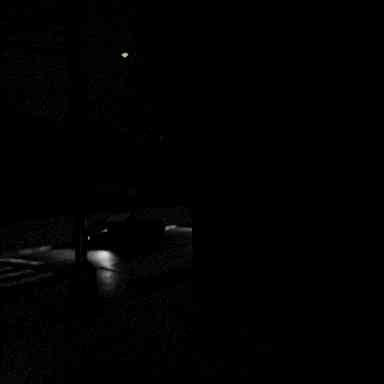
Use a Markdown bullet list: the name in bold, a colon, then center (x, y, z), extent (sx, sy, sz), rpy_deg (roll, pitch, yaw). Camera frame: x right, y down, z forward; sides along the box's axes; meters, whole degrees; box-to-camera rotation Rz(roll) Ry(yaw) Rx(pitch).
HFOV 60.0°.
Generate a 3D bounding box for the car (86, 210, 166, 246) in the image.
- **car**: center (-3.142, 1.645, 16.080), extent (1.812, 1.442, 4.674), rpy_deg (-4, -2, 34)
